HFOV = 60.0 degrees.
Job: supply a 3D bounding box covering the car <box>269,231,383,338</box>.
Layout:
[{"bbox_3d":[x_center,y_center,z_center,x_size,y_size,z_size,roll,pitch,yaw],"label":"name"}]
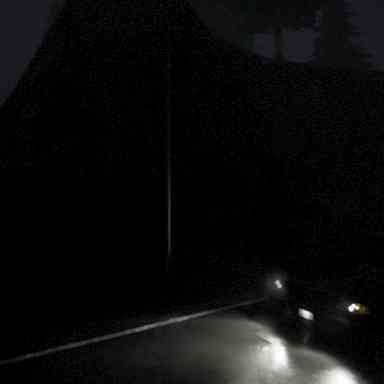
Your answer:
[{"bbox_3d":[4.034,1.532,6.637,5.357,1.411,2.033,0,0,-32],"label":"car"}]
